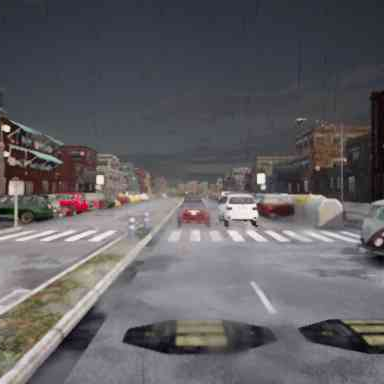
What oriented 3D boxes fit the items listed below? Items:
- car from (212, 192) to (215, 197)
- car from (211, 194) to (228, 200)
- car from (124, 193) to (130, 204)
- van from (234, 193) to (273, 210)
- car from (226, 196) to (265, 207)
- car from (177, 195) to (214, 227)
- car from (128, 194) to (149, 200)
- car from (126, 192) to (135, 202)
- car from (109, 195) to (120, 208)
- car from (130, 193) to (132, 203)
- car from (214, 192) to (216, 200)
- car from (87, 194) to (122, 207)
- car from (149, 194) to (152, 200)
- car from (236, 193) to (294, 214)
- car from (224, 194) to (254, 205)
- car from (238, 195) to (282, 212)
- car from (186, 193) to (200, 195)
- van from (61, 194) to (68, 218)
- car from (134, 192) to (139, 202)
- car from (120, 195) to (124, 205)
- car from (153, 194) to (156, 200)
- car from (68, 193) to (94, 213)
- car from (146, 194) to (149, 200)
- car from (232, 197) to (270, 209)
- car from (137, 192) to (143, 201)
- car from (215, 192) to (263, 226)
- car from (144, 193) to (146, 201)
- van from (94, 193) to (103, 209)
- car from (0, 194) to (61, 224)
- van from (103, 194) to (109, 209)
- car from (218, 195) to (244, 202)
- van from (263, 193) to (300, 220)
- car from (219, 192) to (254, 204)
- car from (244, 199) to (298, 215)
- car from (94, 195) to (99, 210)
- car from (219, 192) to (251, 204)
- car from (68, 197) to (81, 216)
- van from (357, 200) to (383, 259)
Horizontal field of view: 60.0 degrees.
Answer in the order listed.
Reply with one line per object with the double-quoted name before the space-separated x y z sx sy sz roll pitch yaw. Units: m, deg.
"car" 7.619 0.961 71.054 5.566 2.045 2.435 0 0 0
"car" 7.648 1.416 93.099 4.674 1.452 2.002 0 -1 0
"car" -12.838 1.324 51.854 5.008 1.535 2.097 0 0 0
"van" 7.528 1.173 40.725 4.442 1.987 1.878 0 0 0
"car" 7.831 1.345 49.001 5.366 1.575 1.946 0 0 0
"car" 0.101 1.331 22.560 2.097 1.767 4.553 0 0 0
"car" -12.785 1.272 79.628 4.674 1.452 2.002 0 0 0
"car" -12.838 1.280 57.413 4.892 1.521 2.231 0 0 0
"car" -12.830 1.131 43.634 5.566 2.045 2.435 0 0 0
"car" -12.867 1.331 54.634 4.792 1.488 2.163 0 0 0
"car" 7.642 1.215 68.296 5.008 1.535 2.097 0 0 0
"car" -12.880 1.220 49.074 4.553 1.767 2.185 0 0 0
"car" -12.764 0.963 76.855 5.566 2.045 2.435 0 0 0
"car" 7.615 1.173 35.208 5.566 2.045 2.435 0 0 0
"car" 7.615 1.181 54.516 4.553 1.767 2.185 0 0 0
"car" 7.675 1.287 37.968 4.553 1.767 2.185 0 0 0
"car" 0.106 1.137 41.612 2.150 2.045 5.566 0 0 0
"van" -12.807 1.227 26.838 4.442 1.987 1.878 0 0 0
"car" -12.831 1.255 60.317 5.008 1.535 2.097 0 0 0
"car" -12.669 1.362 46.419 5.366 1.575 1.946 0 0 0
"car" -12.776 1.319 88.086 4.892 1.521 2.231 0 -1 0
"car" -12.927 1.186 32.398 5.566 2.045 2.435 0 0 0
"car" -12.984 1.201 74.075 5.366 1.575 1.946 0 0 0
"car" 7.642 1.424 43.485 4.674 1.452 2.002 0 0 0
"car" -13.000 1.213 65.873 5.366 1.575 1.946 0 0 0
"car" 3.103 1.199 23.168 2.150 2.045 5.566 0 0 0
"car" -12.801 1.240 71.301 4.674 1.452 2.002 0 0 0
"van" -12.994 1.188 38.081 4.442 1.987 1.878 0 0 0
"car" -12.967 1.206 24.062 5.566 2.045 2.435 0 0 0
"van" -12.984 1.173 40.735 4.442 1.987 1.878 0 0 0
"car" 7.676 1.258 65.545 4.792 1.488 2.163 0 0 0
"van" 7.759 1.225 26.932 4.442 1.987 1.878 0 0 0
"car" 7.618 1.034 57.273 5.566 2.045 2.435 0 0 0
"car" 7.614 1.465 32.452 4.792 1.488 2.163 0 0 0
"car" -12.879 1.427 35.300 4.892 1.521 2.231 0 0 0
"car" 7.675 1.013 60.030 5.566 2.045 2.435 0 0 0
"car" -12.883 1.475 29.746 4.792 1.488 2.163 0 0 0
"van" 7.524 1.234 10.388 4.442 1.987 1.878 0 0 0
